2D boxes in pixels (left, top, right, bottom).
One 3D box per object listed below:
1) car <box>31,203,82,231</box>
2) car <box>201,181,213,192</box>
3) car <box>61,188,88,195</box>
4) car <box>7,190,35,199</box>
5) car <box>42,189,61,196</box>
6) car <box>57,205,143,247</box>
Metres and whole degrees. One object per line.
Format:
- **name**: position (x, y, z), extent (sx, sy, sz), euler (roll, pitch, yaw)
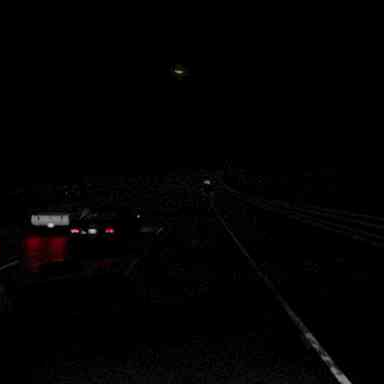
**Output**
- **car**: position (-6.743, 1.270, 18.173), extent (1.895, 1.301, 4.718), euler (0, 1, 1)
- **car**: position (3.345, -0.880, 69.776), extent (2.097, 1.767, 4.553), euler (0, 3, 3)
- **car**: position (-16.552, 0.180, 48.000), extent (2.097, 1.767, 4.553), euler (0, 2, 3)
- **car**: position (-23.642, 0.459, 46.077), extent (1.994, 1.385, 4.181), euler (0, 2, 3)
- **car**: position (-20.041, 0.309, 48.479), extent (1.837, 1.490, 4.892), euler (0, 2, 3)
- **car**: position (-3.308, 1.306, 13.628), extent (2.033, 1.411, 5.357), euler (0, 1, 1)
